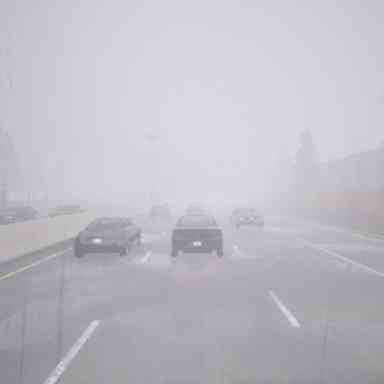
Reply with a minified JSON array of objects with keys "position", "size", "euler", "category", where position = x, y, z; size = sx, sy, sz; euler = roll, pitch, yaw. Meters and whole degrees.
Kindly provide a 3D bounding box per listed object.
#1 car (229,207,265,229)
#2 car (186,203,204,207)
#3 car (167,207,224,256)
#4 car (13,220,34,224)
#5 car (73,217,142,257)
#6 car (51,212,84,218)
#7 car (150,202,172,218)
[{"position":[3.758,1.746,23.412],"size":[2.033,1.411,5.357],"euler":[0,0,0],"category":"car"},{"position":[0.331,1.840,34.967],"size":[1.812,1.442,4.674],"euler":[0,0,0],"category":"car"},{"position":[0.197,1.601,13.688],"size":[1.882,1.535,5.008],"euler":[0,0,0],"category":"car"},{"position":[-13.918,1.795,26.380],"size":[1.837,1.490,4.892],"euler":[0,-1,0],"category":"car"},{"position":[-3.304,1.701,13.669],"size":[1.994,1.385,4.181],"euler":[0,0,0],"category":"car"},{"position":[-10.408,1.794,27.661],"size":[1.837,1.490,4.892],"euler":[0,-1,0],"category":"car"},{"position":[-3.174,1.815,34.416],"size":[2.128,1.511,4.902],"euler":[0,0,0],"category":"car"}]
